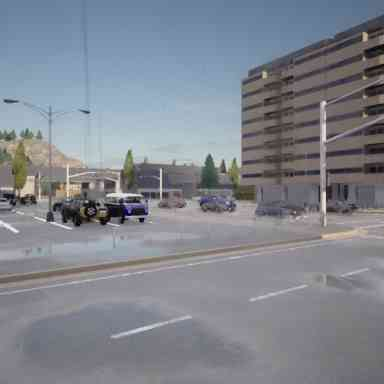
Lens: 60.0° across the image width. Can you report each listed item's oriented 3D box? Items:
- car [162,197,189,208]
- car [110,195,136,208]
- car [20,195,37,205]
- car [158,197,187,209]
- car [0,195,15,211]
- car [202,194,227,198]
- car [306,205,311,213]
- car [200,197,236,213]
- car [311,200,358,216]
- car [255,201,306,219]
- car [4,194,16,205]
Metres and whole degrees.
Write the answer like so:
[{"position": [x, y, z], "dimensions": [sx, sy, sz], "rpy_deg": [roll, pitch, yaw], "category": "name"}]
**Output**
[{"position": [-2.612, 1.560, 50.852], "dimensions": [1.837, 1.490, 4.892], "rpy_deg": [0, 0, -35], "category": "car"}, {"position": [-12.084, 1.657, 58.276], "dimensions": [1.895, 1.301, 4.718], "rpy_deg": [0, 0, -35], "category": "car"}, {"position": [-27.251, 1.209, 55.363], "dimensions": [1.932, 1.855, 4.605], "rpy_deg": [0, 0, -35], "category": "car"}, {"position": [-2.914, 1.619, 45.222], "dimensions": [1.994, 1.385, 4.181], "rpy_deg": [0, 0, -35], "category": "car"}, {"position": [-21.785, 1.451, 37.908], "dimensions": [1.970, 1.475, 3.806], "rpy_deg": [0, 0, -35], "category": "car"}, {"position": [3.224, 1.277, 42.621], "dimensions": [2.150, 2.045, 5.566], "rpy_deg": [0, 0, -35], "category": "car"}, {"position": [9.115, 1.603, 34.334], "dimensions": [2.033, 1.411, 5.357], "rpy_deg": [0, 0, -35], "category": "car"}, {"position": [2.855, 1.619, 37.105], "dimensions": [1.994, 1.385, 4.181], "rpy_deg": [0, 0, -35], "category": "car"}, {"position": [14.141, 1.547, 33.653], "dimensions": [2.128, 1.511, 4.902], "rpy_deg": [0, 0, -35], "category": "car"}, {"position": [7.722, 1.619, 30.253], "dimensions": [1.994, 1.385, 4.181], "rpy_deg": [0, 0, -35], "category": "car"}, {"position": [-29.647, 1.212, 53.739], "dimensions": [1.905, 1.878, 3.866], "rpy_deg": [0, 0, -35], "category": "car"}]
